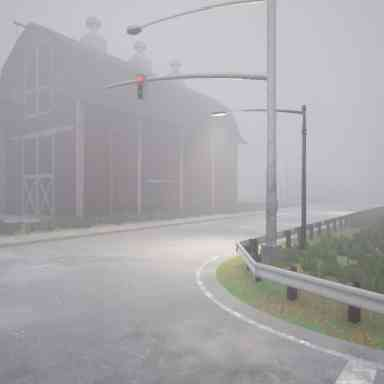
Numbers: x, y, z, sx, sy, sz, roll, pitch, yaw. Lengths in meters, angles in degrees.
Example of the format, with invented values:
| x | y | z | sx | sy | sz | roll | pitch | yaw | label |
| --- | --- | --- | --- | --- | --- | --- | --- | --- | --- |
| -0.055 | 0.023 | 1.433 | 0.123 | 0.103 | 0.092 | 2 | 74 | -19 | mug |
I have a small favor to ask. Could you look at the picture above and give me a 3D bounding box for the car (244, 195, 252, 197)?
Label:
| x | y | z | sx | sy | sz | roll | pitch | yaw | label |
| --- | --- | --- | --- | --- | --- | --- | --- | --- | --- |
| 14.842 | 1.537 | 87.670 | 1.784 | 1.438 | 3.905 | 0 | 0 | 36 | car |
